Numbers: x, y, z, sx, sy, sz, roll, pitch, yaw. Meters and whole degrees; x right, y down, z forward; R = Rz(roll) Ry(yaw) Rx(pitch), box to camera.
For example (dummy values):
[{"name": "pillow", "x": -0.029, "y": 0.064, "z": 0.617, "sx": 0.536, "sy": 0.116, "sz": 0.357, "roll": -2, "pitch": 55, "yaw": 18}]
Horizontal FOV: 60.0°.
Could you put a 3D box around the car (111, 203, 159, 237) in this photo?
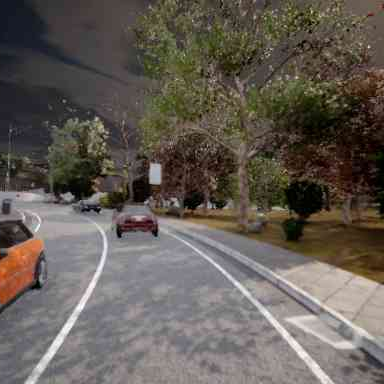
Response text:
[{"name": "car", "x": -3.236, "y": 1.360, "z": 18.285, "sx": 2.097, "sy": 1.767, "sz": 4.553, "roll": 1, "pitch": 0, "yaw": -17}]

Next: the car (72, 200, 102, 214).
[{"name": "car", "x": -10.940, "y": 1.510, "z": 34.353, "sx": 1.895, "sy": 1.301, "sz": 4.718, "roll": 3, "pitch": -1, "yaw": -33}]

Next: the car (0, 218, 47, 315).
[{"name": "car", "x": -4.254, "y": 1.346, "z": 5.959, "sx": 2.097, "sy": 1.767, "sz": 4.553, "roll": 0, "pitch": 0, "yaw": -8}]
